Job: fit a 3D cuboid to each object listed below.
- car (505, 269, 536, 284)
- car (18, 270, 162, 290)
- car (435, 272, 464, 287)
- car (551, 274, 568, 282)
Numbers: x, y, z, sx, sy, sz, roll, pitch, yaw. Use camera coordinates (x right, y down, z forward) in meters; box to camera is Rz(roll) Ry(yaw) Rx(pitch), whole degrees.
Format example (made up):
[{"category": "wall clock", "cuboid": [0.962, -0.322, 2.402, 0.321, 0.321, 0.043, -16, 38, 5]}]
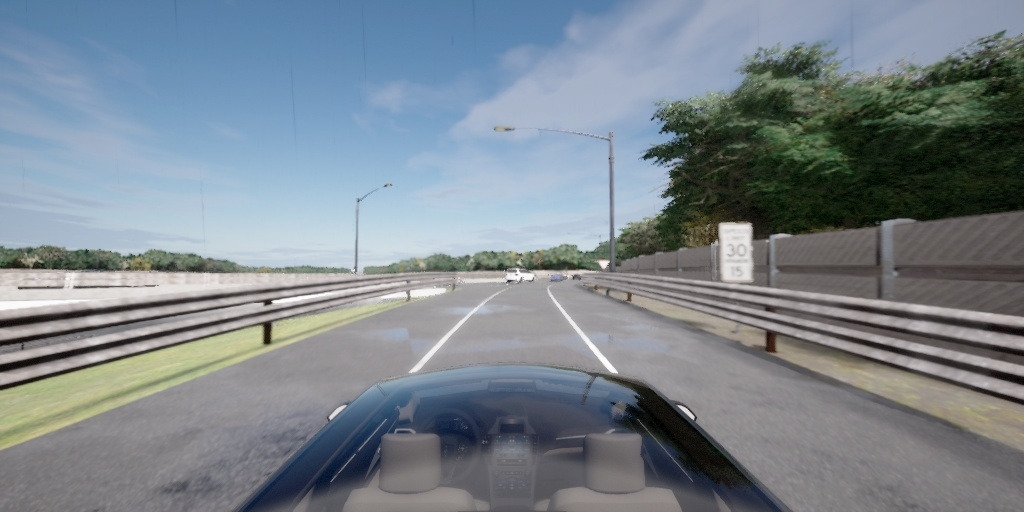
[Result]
[{"category": "car", "cuboid": [1.208, 2.792, 49.629, 2.150, 2.045, 5.566, -1, -3, 31]}, {"category": "car", "cuboid": [-23.954, 1.535, 20.736, 5.357, 1.411, 2.033, 3, -4, -43]}, {"category": "car", "cuboid": [-7.160, 2.464, 37.891, 1.812, 1.442, 4.674, -2, -4, 39]}, {"category": "car", "cuboid": [8.352, 3.852, 63.407, 2.033, 1.411, 5.357, -1, -3, 23]}]
